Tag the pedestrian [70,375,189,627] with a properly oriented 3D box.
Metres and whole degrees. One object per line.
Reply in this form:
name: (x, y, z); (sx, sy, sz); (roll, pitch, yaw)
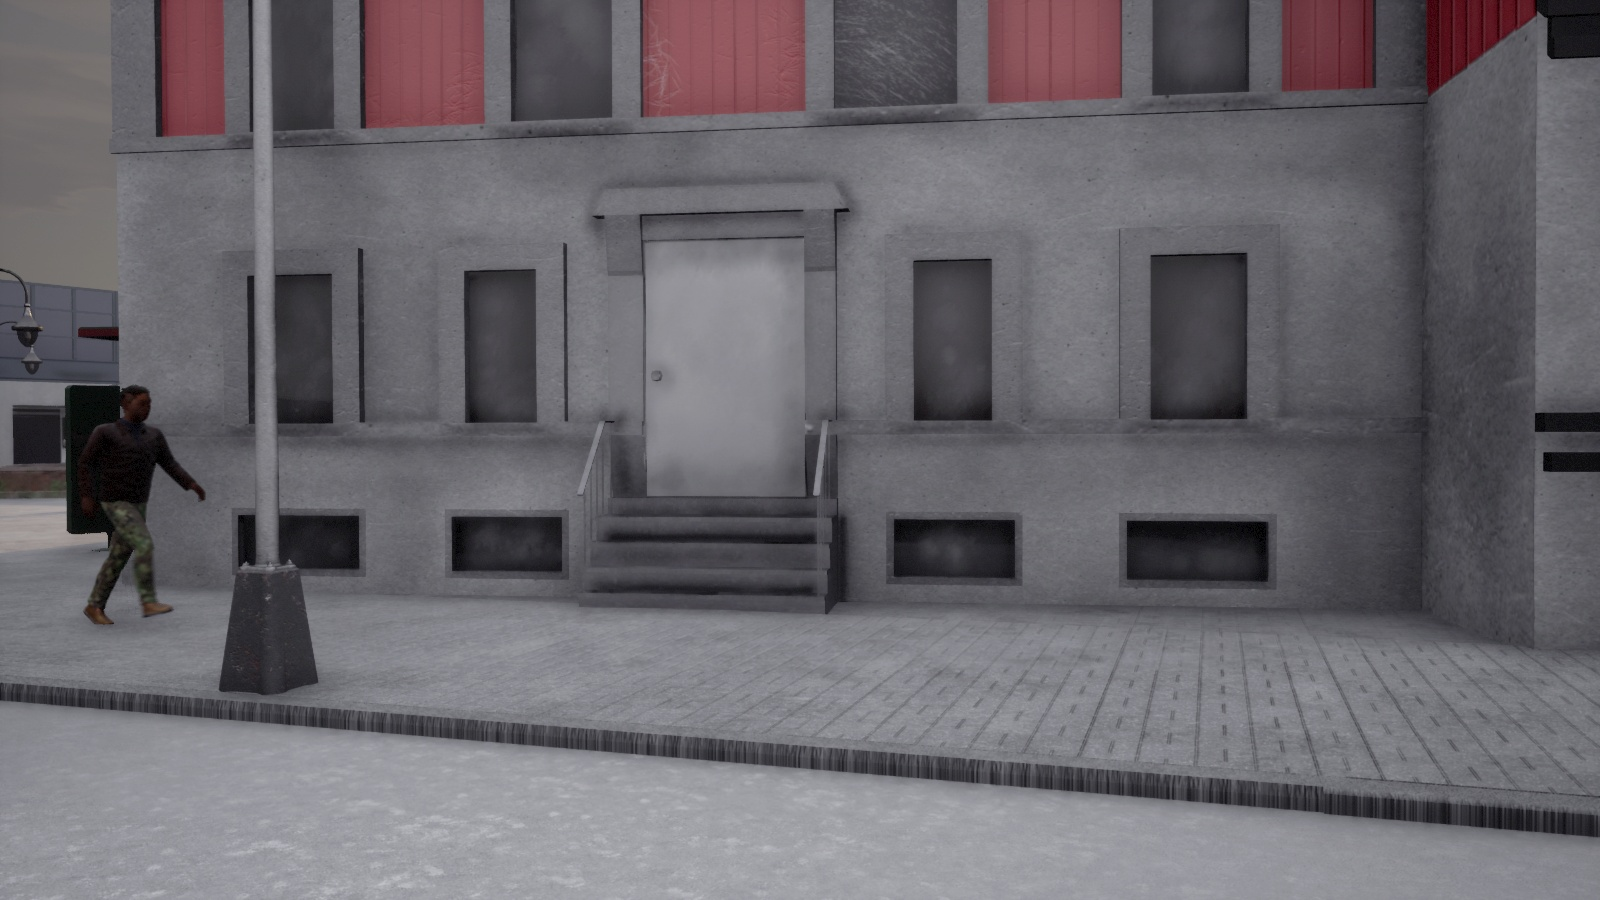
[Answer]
pedestrian: (-5.052, 0.366, 9.471); (0.703, 1.840, 0.431); (1, 1, 21)
